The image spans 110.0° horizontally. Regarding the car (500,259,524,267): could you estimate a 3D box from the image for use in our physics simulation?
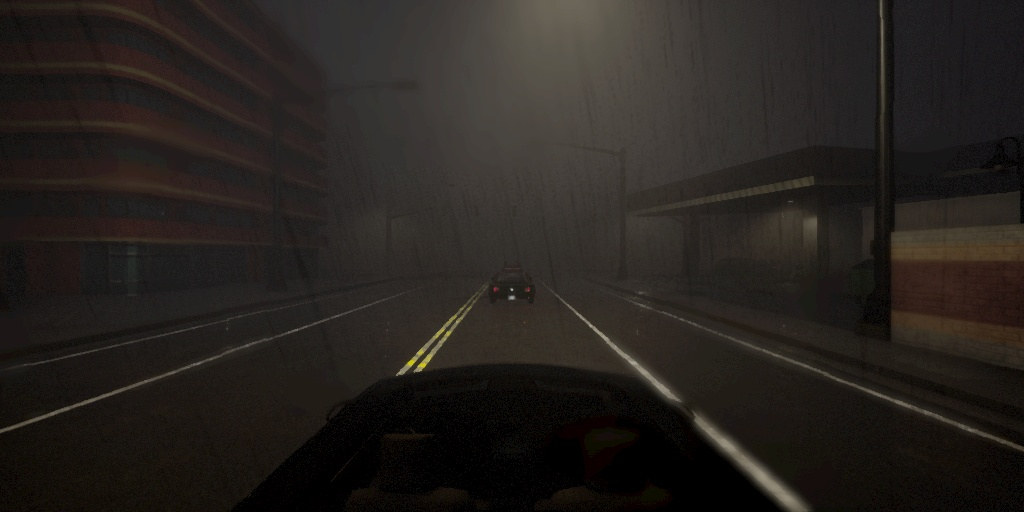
[{"bbox_3d":[0.000,1.244,31.500,2.128,1.511,4.902,0,0,0],"label":"car"}]

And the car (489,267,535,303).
[{"bbox_3d":[0.000,1.365,16.530,1.895,1.301,4.718,0,0,0],"label":"car"}]

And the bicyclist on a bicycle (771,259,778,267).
[{"bbox_3d":[26.571,1.180,36.543,0.582,1.620,1.656,-2,4,-16],"label":"bicyclist on a bicycle"}]

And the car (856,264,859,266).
[{"bbox_3d":[45.254,1.313,43.786,5.357,1.411,2.033,0,0,1],"label":"car"}]

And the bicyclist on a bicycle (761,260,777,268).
[{"bbox_3d":[25.702,1.128,36.236,0.582,1.620,1.656,-27,-22,25],"label":"bicyclist on a bicycle"}]
